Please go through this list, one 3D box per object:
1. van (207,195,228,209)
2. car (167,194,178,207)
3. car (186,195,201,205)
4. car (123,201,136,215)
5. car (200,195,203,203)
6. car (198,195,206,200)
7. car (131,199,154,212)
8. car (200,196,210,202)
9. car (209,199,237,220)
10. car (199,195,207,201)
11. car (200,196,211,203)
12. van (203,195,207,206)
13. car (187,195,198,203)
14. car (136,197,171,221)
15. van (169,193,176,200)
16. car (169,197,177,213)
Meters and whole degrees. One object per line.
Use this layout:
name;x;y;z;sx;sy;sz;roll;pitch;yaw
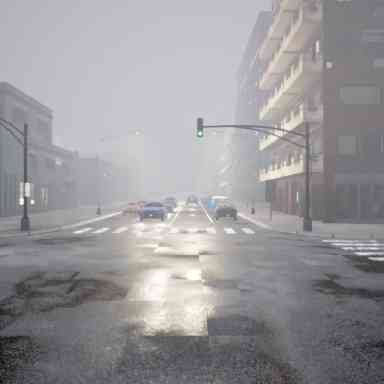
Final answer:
van;2.720;1.332;33.060;1.690;1.788;3.998;1;0;0
car;-3.054;1.487;47.252;1.837;1.490;4.892;0;0;1
car;0.027;1.323;57.353;2.097;1.767;4.553;0;0;0
car;-5.663;1.572;33.028;1.802;1.307;4.206;1;0;0
car;2.729;1.499;55.553;1.752;1.417;4.829;1;0;0
car;2.748;1.466;94.449;2.008;1.369;4.403;1;0;0
car;-5.660;1.532;38.609;1.887;1.381;4.507;1;0;0
car;2.737;1.518;72.126;1.947;1.339;4.313;1;0;0
car;2.715;1.544;27.480;2.008;1.369;4.403;1;0;0
car;2.742;1.479;83.288;1.887;1.381;4.507;1;0;0
car;2.734;1.526;66.545;1.947;1.339;4.313;1;0;0
van;2.726;1.325;44.222;1.690;1.788;3.998;1;0;0
car;0.031;1.450;67.389;2.128;1.511;4.902;0;0;0
car;-3.078;1.471;27.453;1.882;1.535;5.008;0;0;0
van;-5.629;1.256;94.411;1.690;1.788;3.998;1;0;0
car;-3.066;1.552;36.691;1.994;1.385;4.181;0;0;1
